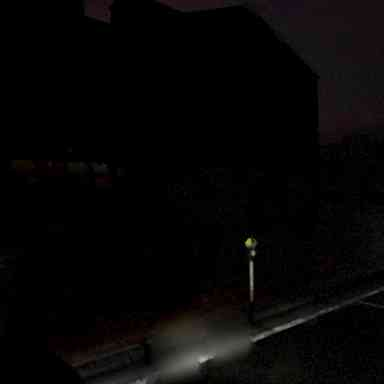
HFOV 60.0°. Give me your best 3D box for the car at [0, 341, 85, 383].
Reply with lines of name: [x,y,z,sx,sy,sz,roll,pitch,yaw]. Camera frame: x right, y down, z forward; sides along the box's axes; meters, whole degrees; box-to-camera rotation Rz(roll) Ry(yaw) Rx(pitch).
car: [-2.861,1.483,1.145,5.008,1.535,1.882,0,0,-37]
